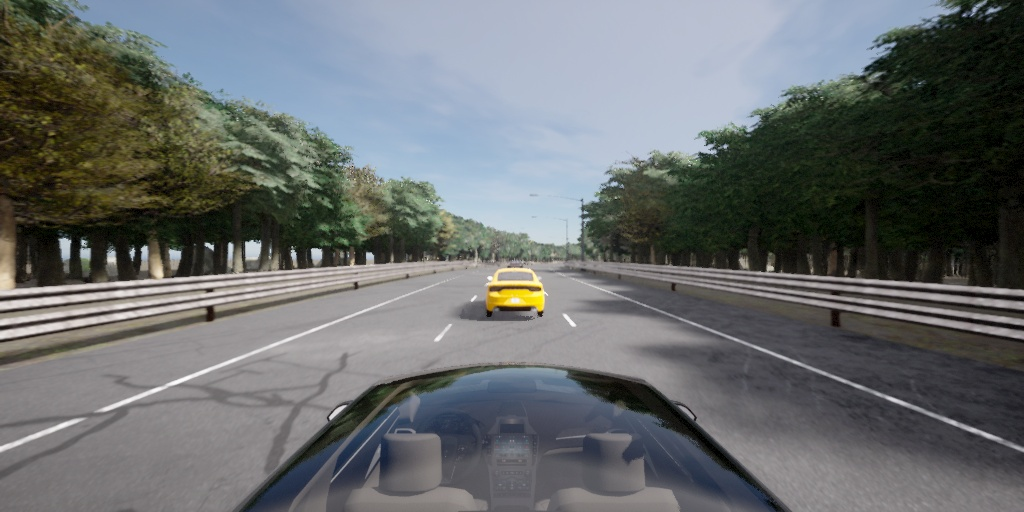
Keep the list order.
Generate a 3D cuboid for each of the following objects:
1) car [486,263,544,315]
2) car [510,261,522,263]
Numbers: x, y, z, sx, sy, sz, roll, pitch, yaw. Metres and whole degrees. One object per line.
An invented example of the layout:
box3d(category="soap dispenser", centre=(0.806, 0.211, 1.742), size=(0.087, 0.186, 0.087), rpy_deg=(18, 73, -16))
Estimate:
box3d(category="car", centre=(0.098, 1.184, 13.271), size=(1.882, 1.535, 5.008), rpy_deg=(0, 0, 0))
box3d(category="car", centre=(0.485, 1.308, 44.906), size=(2.128, 1.511, 4.902), rpy_deg=(0, 0, 2))
